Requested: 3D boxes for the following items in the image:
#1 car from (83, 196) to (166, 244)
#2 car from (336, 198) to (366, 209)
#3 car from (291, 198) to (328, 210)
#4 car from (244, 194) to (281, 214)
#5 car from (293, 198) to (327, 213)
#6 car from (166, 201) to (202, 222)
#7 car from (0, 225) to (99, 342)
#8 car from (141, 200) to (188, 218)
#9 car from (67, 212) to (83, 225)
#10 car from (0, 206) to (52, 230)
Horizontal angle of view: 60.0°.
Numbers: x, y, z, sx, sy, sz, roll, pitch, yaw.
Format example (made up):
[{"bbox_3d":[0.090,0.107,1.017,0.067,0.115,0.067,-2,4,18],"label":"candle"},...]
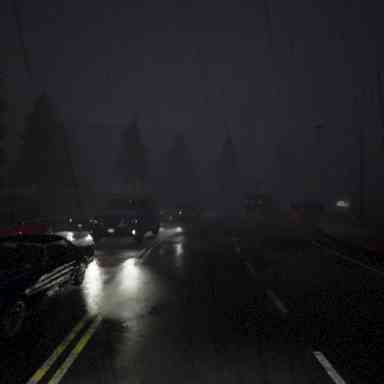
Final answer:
[{"bbox_3d":[-2.990,1.211,16.296,2.150,2.045,5.566,0,0,7],"label":"car"},{"bbox_3d":[20.795,1.486,43.474,4.674,1.442,1.812,0,0,-33],"label":"car"},{"bbox_3d":[15.604,1.510,43.961,5.357,1.411,2.033,0,0,-37],"label":"car"},{"bbox_3d":[7.531,1.193,35.274,2.150,2.045,5.566,0,0,36],"label":"car"},{"bbox_3d":[12.669,1.570,35.846,1.895,1.301,4.718,0,0,39],"label":"car"},{"bbox_3d":[-0.796,1.582,26.070,1.895,1.301,4.718,0,0,20],"label":"car"},{"bbox_3d":[-3.541,1.597,6.609,1.895,1.301,4.718,0,0,1],"label":"car"},{"bbox_3d":[-2.448,1.525,31.477,2.033,1.411,5.357,0,0,24],"label":"car"},{"bbox_3d":[-5.829,1.534,21.634,2.033,1.411,5.357,0,0,13],"label":"car"},{"bbox_3d":[-6.784,1.346,11.739,2.097,1.767,4.553,0,0,3],"label":"car"}]
